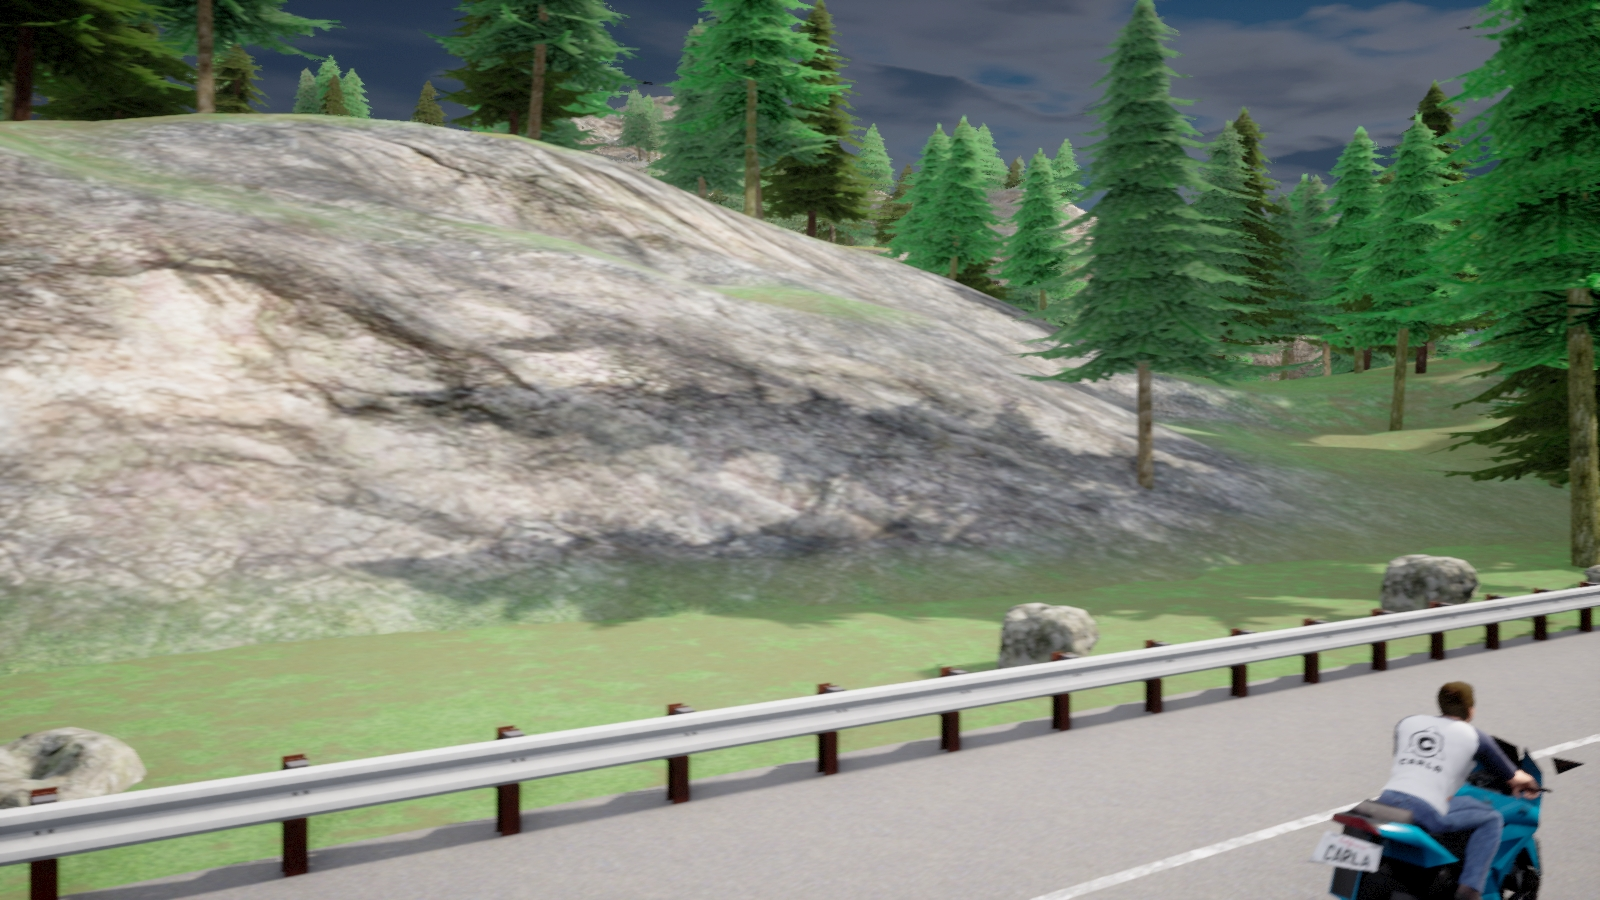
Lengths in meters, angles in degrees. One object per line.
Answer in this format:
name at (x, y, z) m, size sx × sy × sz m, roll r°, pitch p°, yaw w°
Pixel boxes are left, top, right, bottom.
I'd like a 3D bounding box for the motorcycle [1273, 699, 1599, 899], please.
motorcycle at (3.581, 2.176, 6.285) m, size 2.033 × 1.217 × 0.803 m, roll 0°, pitch 0°, yaw -33°
